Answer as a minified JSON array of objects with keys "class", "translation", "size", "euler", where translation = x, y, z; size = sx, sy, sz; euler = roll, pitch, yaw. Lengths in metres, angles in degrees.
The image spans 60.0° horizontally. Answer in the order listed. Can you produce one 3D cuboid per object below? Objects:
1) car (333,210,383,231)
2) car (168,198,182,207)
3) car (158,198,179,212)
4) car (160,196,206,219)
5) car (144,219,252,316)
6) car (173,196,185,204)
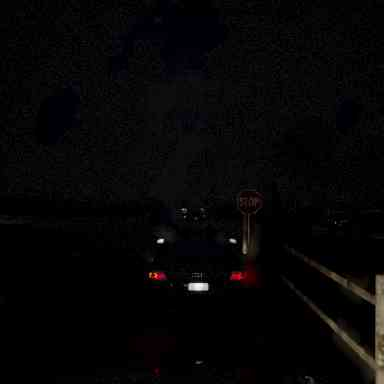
[{"class":"car","translation":[12.641,2.058,23.786],"size":[4.892,1.490,1.837],"euler":[2,0,-2]},{"class":"car","translation":[-2.705,1.609,53.406],"size":[1.994,1.385,4.181],"euler":[0,0,1]},{"class":"car","translation":[-2.757,1.522,40.421],"size":[2.128,1.511,4.902],"euler":[0,0,0]},{"class":"car","translation":[-0.711,1.380,26.728],"size":[2.097,1.767,4.553],"euler":[1,0,-27]},{"class":"car","translation":[0.111,1.567,7.613],"size":[1.994,1.385,4.181],"euler":[0,0,0]},{"class":"car","translation":[-2.639,1.560,66.457],"size":[2.128,1.511,4.902],"euler":[0,0,1]}]
